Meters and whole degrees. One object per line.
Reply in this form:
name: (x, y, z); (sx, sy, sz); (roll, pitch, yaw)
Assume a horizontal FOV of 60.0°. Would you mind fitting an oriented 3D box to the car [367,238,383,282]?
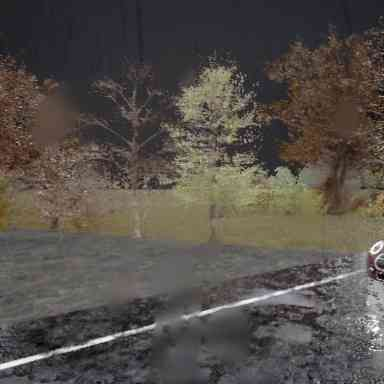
car: (6.491, 1.360, 8.531); (4.553, 1.767, 2.097); (0, 0, -35)
